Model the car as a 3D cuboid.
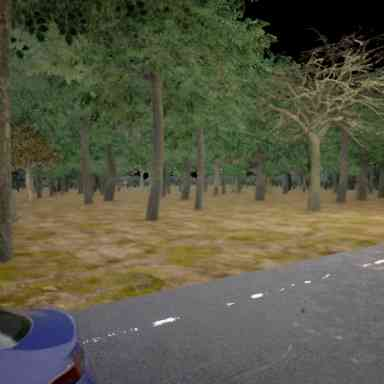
[{"bbox_3d":[-2.946,1.544,1.907,4.674,1.442,1.812,-1,0,-35],"label":"car"}]
